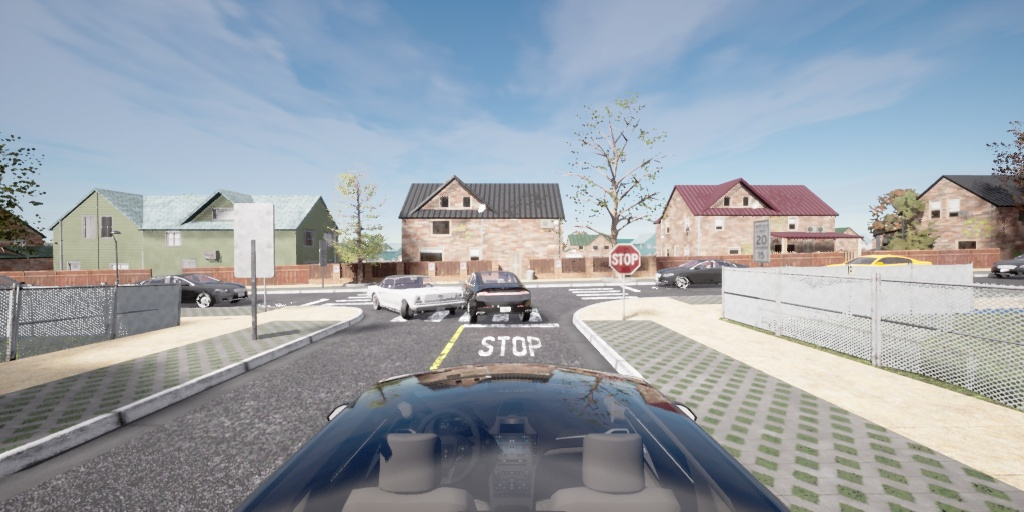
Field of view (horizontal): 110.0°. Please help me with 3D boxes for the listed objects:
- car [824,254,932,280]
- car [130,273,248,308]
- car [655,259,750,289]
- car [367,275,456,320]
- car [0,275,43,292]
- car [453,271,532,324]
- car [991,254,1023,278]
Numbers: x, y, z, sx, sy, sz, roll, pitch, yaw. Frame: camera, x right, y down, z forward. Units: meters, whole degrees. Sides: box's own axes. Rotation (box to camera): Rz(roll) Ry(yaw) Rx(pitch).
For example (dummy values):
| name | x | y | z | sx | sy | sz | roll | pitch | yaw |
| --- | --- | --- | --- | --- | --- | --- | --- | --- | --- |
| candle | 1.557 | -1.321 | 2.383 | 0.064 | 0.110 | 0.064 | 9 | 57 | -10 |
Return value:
| name | x | y | z | sx | sy | sz | roll | pitch | yaw |
| --- | --- | --- | --- | --- | --- | --- | --- | --- | --- |
| car | 19.763 | 0.690 | 19.560 | 5.008 | 1.535 | 1.882 | -1 | 1 | -1 |
| car | -14.900 | 1.566 | 16.474 | 4.902 | 1.511 | 2.128 | -1 | 1 | 0 |
| car | 10.333 | 0.925 | 19.524 | 4.902 | 1.511 | 2.128 | -1 | 1 | 0 |
| car | -3.600 | 1.367 | 12.977 | 1.895 | 1.301 | 4.718 | 0 | 0 | -38 |
| car | -24.238 | 1.648 | 16.434 | 4.553 | 1.767 | 2.097 | -1 | 1 | 0 |
| car | -0.684 | 1.242 | 12.117 | 2.128 | 1.511 | 4.902 | 0 | 0 | -12 |
| car | 29.388 | 0.477 | 19.595 | 4.902 | 1.511 | 2.128 | -1 | 1 | 0 |
